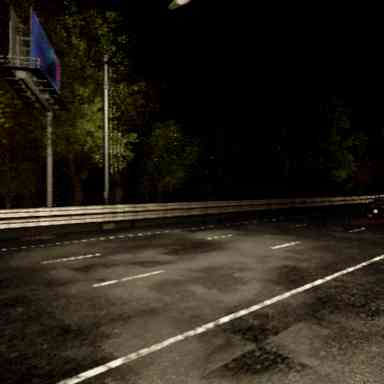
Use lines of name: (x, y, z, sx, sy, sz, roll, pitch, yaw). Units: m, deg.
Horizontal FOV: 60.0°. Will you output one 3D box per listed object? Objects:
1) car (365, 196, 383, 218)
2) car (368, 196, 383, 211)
car: (15.629, 1.270, 26.665, 5.008, 1.535, 1.882, -1, 0, -43)
car: (21.645, 1.205, 36.975, 4.902, 1.511, 2.128, -1, 0, -43)
